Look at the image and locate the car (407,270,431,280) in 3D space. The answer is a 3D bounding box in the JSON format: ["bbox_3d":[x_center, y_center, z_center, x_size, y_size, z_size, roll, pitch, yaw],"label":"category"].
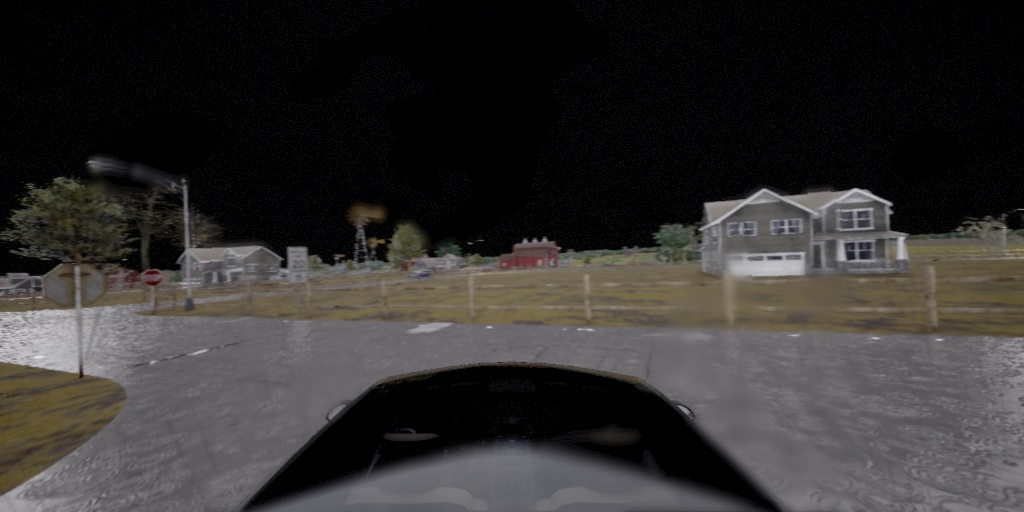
[{"bbox_3d":[-15.188,3.043,58.785,1.812,1.442,4.674,-3,-1,22],"label":"car"}]
